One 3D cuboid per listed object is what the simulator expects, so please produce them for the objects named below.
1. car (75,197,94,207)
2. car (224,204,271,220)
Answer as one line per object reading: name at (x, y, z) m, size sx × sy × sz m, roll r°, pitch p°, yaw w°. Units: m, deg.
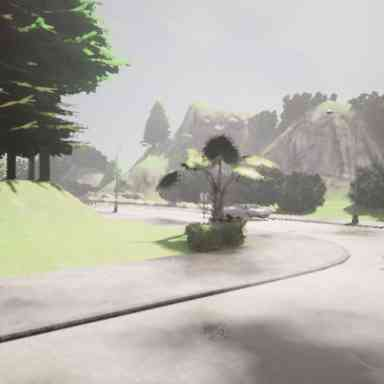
car at (-17.318, 1.614, 53.343) m, size 1.837 × 1.490 × 4.892 m, roll 0°, pitch -1°, yaw -35°
car at (4.670, 1.734, 29.718) m, size 1.895 × 1.301 × 4.718 m, roll 0°, pitch 0°, yaw -36°
